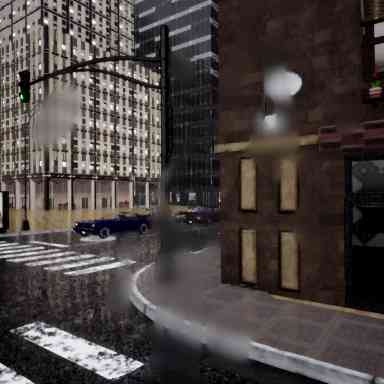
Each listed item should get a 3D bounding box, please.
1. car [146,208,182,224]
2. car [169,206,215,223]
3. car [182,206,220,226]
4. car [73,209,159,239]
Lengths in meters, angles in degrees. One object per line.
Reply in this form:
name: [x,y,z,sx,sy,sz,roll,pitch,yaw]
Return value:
car: [-3.134,1.893,25.600,2.008,1.369,4.403,-2,-2,35]
car: [0.059,1.974,30.163,2.008,1.369,4.403,-2,-2,35]
car: [1.444,1.927,27.369,2.033,1.411,5.357,-1,-1,35]
car: [-4.364,1.835,19.155,1.895,1.301,4.718,-1,-1,36]
